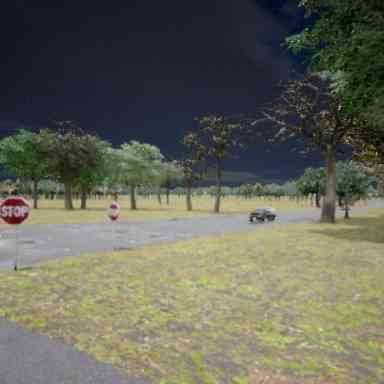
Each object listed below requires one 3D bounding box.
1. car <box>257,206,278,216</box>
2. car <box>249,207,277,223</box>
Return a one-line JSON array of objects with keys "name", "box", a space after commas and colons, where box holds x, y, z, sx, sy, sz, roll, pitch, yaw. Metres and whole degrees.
[{"name": "car", "box": [13.206, 3.300, 58.108, 1.812, 1.442, 4.674, 1, -1, 36]}, {"name": "car", "box": [8.483, 2.861, 39.554, 1.837, 1.490, 4.892, 1, -1, 36]}]
